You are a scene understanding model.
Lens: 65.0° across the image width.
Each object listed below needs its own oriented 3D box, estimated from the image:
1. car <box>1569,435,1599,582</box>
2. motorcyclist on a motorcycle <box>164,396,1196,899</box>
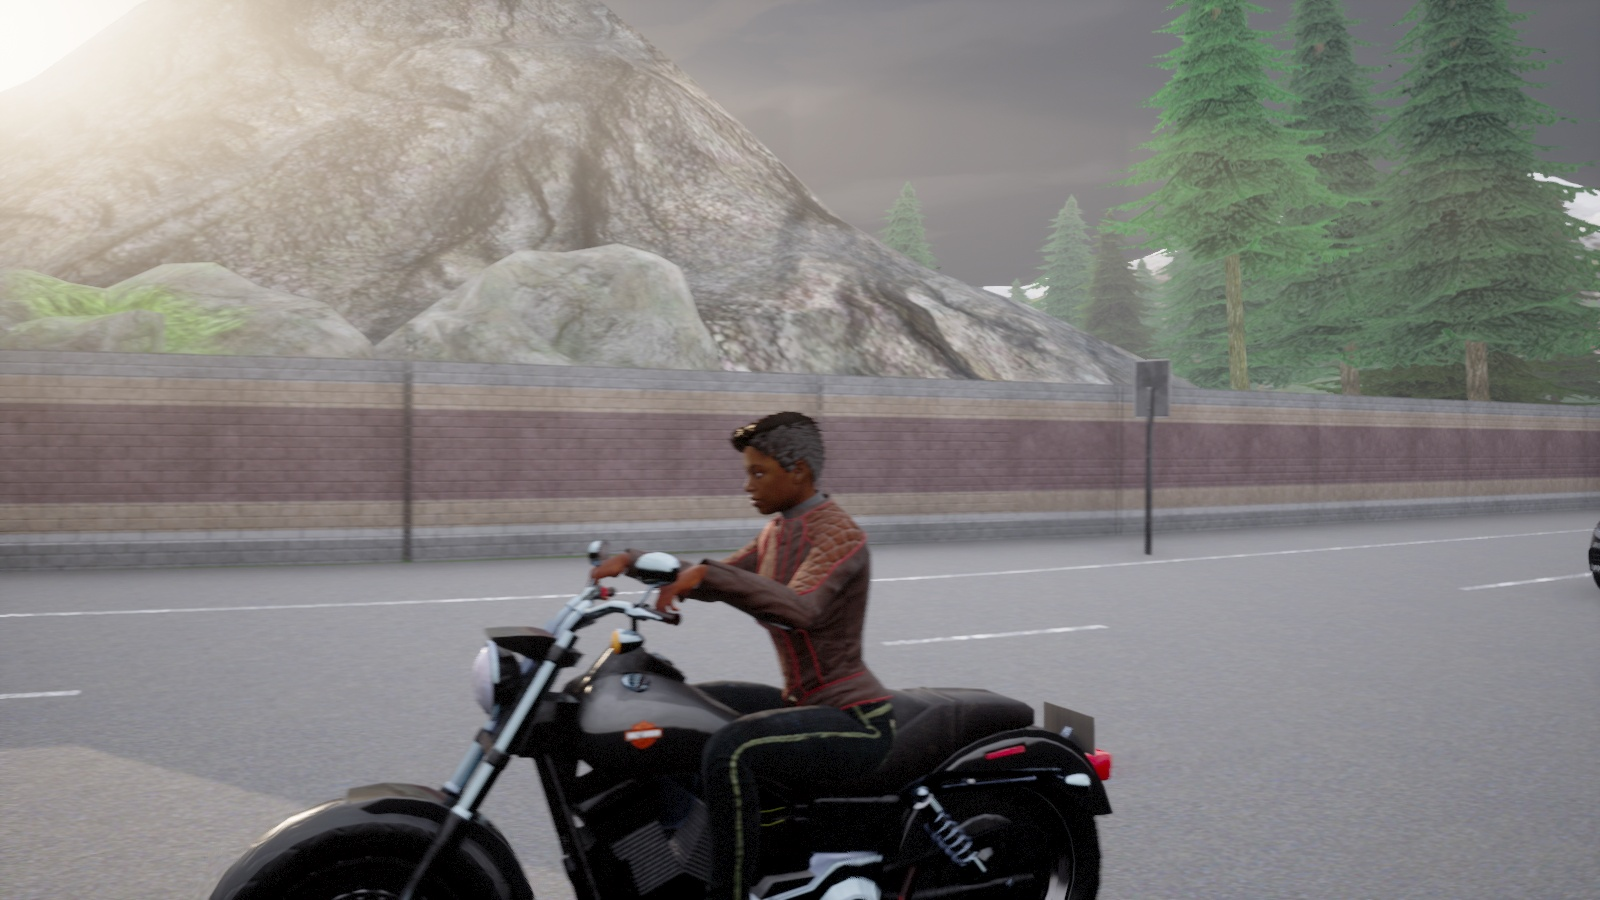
[{"bbox_3d":[10.134,0.538,13.135,4.674,1.442,1.812,-1,1,-34],"label":"car"},{"bbox_3d":[-0.225,0.713,3.136,2.350,1.649,0.766,-1,0,-22],"label":"motorcyclist on a motorcycle"}]
